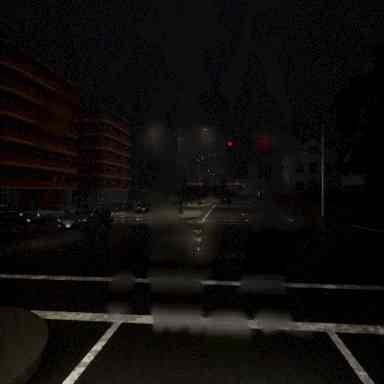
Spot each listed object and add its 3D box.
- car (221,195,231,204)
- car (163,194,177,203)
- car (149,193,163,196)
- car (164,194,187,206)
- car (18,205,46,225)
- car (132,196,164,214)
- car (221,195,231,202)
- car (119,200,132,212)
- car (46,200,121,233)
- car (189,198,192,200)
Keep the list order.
[{"bbox_3d":[6.743,1.504,65.602,1.837,1.490,4.892,0,0,6],"label":"car"},{"bbox_3d":[-4.521,1.276,69.467,2.097,1.767,4.553,0,0,6],"label":"car"},{"bbox_3d":[-6.083,1.223,55.184,2.150,2.045,5.566,0,0,6],"label":"car"},{"bbox_3d":[-2.632,1.546,54.525,2.033,1.411,5.357,0,0,6],"label":"car"},{"bbox_3d":[-10.187,1.601,24.259,1.895,1.301,4.718,0,0,18],"label":"car"},{"bbox_3d":[-4.582,1.504,35.531,1.837,1.490,4.892,0,0,6],"label":"car"},{"bbox_3d":[7.679,1.522,75.645,2.128,1.511,4.902,0,0,6],"label":"car"},{"bbox_3d":[-7.881,1.563,37.769,1.994,1.385,4.181,0,0,6],"label":"car"},{"bbox_3d":[-6.207,1.491,19.743,2.128,1.511,4.902,0,0,6],"label":"car"},{"bbox_3d":[-0.915,1.414,70.323,2.033,1.411,5.357,0,0,6],"label":"car"}]
